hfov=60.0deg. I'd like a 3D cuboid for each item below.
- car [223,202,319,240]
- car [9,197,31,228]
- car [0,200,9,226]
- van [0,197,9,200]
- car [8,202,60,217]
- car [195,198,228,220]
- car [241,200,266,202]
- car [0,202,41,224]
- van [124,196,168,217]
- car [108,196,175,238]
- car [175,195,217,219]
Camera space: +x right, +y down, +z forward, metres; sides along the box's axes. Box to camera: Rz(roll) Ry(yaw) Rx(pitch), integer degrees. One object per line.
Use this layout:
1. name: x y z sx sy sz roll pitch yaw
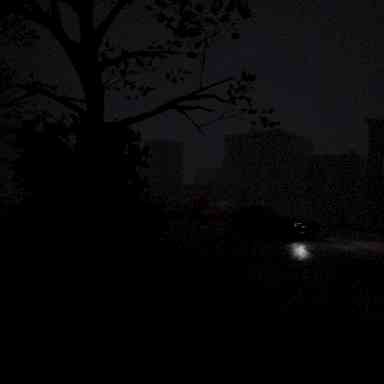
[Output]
1. car: 4.176 1.479 17.455 1.882 1.535 5.008 2 -1 -37
2. car: -8.166 1.265 21.465 2.435 2.045 5.566 0 0 36
3. car: -12.879 1.583 24.703 1.946 1.575 5.366 -1 -1 37
4. van: -17.078 1.454 28.204 1.878 1.987 4.442 -1 -1 37
5. car: -15.805 1.761 33.256 4.892 1.490 1.837 -1 -4 24
6. car: 2.792 1.530 28.587 2.097 1.535 5.008 0 0 36
7. car: 5.220 1.388 26.765 2.185 1.767 4.553 0 0 36
8. car: -15.014 1.625 26.291 1.946 1.575 5.366 -1 -1 37
9. van: -4.596 1.387 33.919 1.878 1.987 4.442 -1 -1 37
10. car: -3.769 1.232 18.224 2.435 2.045 5.566 0 0 36
11. car: 0.428 1.294 30.300 2.435 2.045 5.566 -1 -1 37
